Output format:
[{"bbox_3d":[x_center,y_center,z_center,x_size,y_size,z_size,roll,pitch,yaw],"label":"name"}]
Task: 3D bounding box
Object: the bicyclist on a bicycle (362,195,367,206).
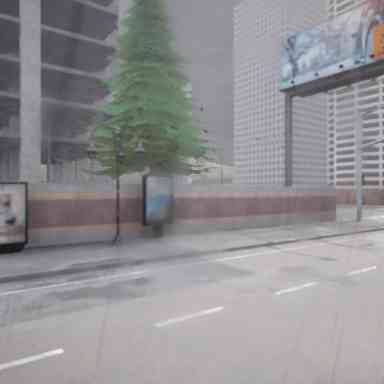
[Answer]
[{"bbox_3d":[25.369,1.266,49.160,1.656,1.620,0.582,0,0,-35],"label":"bicyclist on a bicycle"}]
